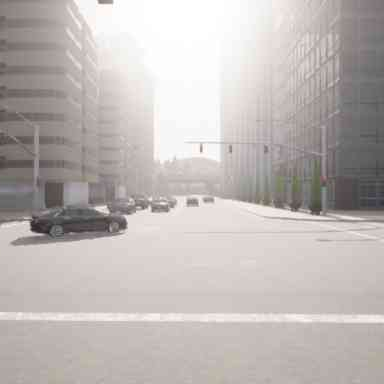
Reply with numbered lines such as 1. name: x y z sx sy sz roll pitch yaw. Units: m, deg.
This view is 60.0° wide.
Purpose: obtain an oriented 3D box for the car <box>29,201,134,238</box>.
1. car: -5.828 1.473 17.444 4.892 1.490 1.837 0 2 -34

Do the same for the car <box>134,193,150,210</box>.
1. car: -7.131 1.212 43.986 2.150 2.045 5.566 0 0 0

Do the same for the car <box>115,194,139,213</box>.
1. car: -7.127 1.344 34.397 2.097 1.767 4.553 0 0 0

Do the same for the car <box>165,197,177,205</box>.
1. car: -3.623 1.588 57.869 1.895 1.301 4.718 0 0 0

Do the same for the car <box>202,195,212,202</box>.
1. car: 3.442 1.511 76.123 1.994 1.385 4.181 0 0 0

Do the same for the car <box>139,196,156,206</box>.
1. car: -7.131 1.479 53.946 2.128 1.511 4.902 0 0 0

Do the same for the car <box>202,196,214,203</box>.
1. car: 3.448 1.490 67.456 1.837 1.490 4.892 0 0 0

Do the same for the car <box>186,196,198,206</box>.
1. car: 0.066 1.465 54.610 1.882 1.535 5.008 0 0 0

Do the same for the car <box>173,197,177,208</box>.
1. car: -3.633 1.341 48.100 2.097 1.767 4.553 0 0 0

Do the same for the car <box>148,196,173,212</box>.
1. car: -3.630 1.496 38.896 1.837 1.490 4.892 0 0 0

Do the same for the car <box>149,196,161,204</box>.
1. car: -7.095 1.490 64.385 1.837 1.490 4.892 0 0 0

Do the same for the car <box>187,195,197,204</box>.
1. car: -0.051 1.463 66.620 1.882 1.535 5.008 0 0 0
